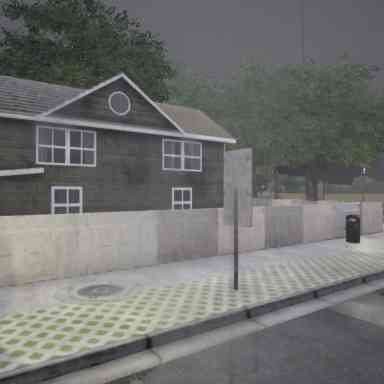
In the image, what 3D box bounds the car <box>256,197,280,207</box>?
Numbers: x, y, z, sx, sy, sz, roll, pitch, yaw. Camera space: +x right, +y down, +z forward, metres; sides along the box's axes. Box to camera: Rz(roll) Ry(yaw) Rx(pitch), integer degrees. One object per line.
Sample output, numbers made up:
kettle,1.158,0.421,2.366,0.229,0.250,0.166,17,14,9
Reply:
car,7.741,1.320,31.424,2.097,1.767,4.553,0,0,-35
